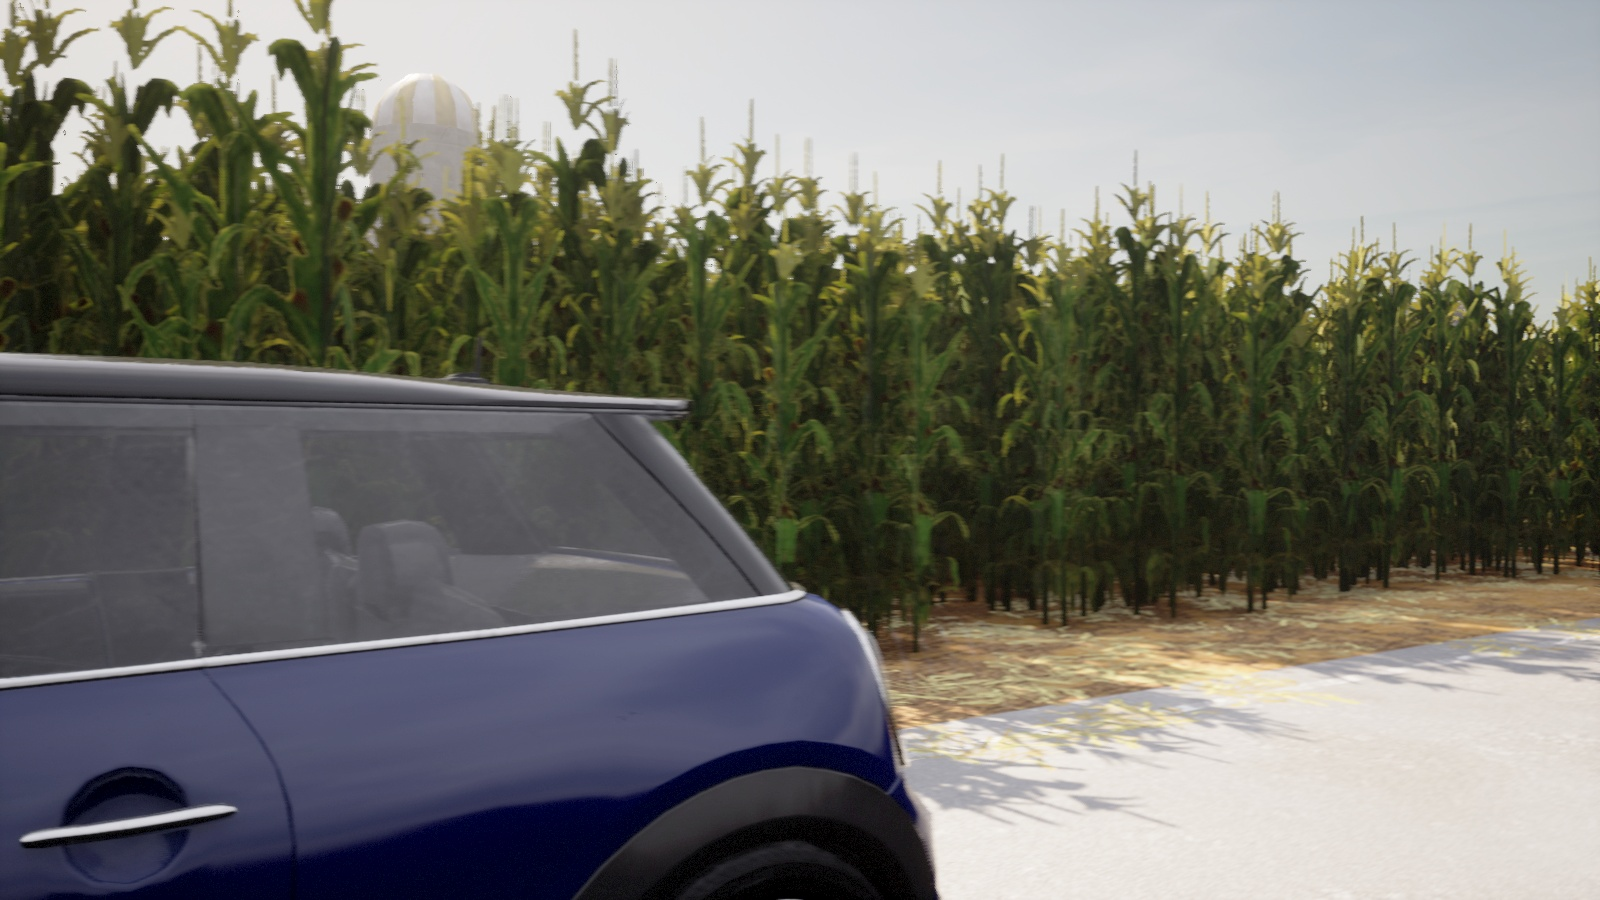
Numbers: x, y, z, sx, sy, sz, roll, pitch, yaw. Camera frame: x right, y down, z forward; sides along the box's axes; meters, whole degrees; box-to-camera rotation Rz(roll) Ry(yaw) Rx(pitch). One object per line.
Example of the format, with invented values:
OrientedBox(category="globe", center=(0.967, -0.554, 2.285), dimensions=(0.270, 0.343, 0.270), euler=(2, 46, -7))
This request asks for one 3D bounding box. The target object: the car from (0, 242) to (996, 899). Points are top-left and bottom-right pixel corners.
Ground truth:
OrientedBox(category="car", center=(-2.052, 0.613, 2.231), dimensions=(4.553, 1.767, 2.097), euler=(0, 0, -35))
